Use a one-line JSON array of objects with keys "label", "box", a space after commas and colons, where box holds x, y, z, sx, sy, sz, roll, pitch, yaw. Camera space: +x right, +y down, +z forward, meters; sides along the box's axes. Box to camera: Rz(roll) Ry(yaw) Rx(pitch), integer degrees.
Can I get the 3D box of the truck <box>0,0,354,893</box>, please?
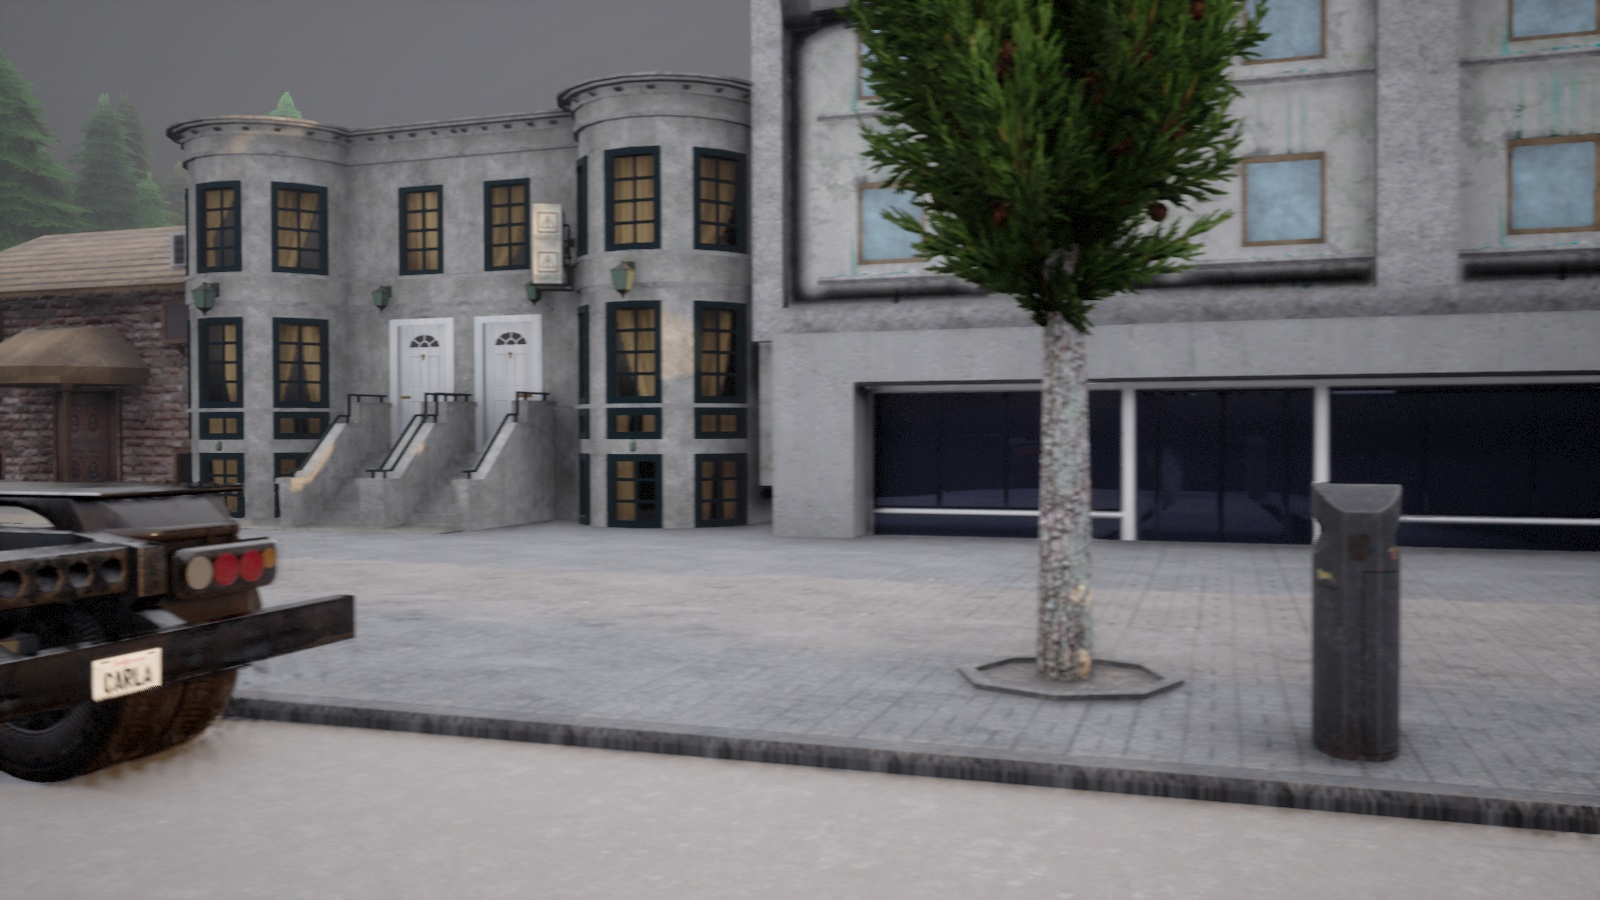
[{"label": "truck", "box": [-6.337, -0.273, 5.836, 7.936, 3.462, 2.891, 1, 1, 19]}]
